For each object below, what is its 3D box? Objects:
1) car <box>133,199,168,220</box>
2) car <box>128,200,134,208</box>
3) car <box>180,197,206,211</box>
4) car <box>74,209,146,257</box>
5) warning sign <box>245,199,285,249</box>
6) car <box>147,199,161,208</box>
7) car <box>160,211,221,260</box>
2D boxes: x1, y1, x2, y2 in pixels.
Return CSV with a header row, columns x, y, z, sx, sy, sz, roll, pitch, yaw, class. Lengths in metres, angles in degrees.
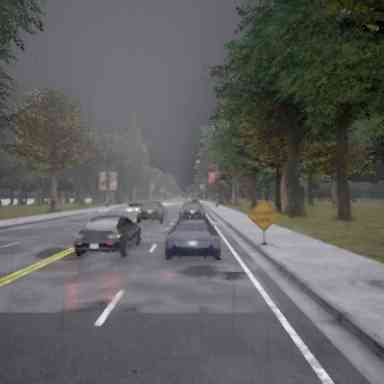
x,y,z,sx,sy,sz,roll,pitch,yaw,class
-3.204,1.566,27.492,2.097,1.767,4.553,0,-1,0,car
-9.791,2.101,57.741,1.895,1.301,4.718,0,-1,1,car
0.047,1.565,27.485,2.097,1.767,4.553,0,-1,1,car
-3.199,1.625,13.256,1.812,1.442,4.674,0,0,1,car
2.835,1.214,13.138,1.300,1.860,1.060,-1,-1,0,warning sign
-6.545,2.004,57.738,1.837,1.490,4.892,0,-1,1,car
0.048,1.662,12.915,1.994,1.385,4.181,0,0,1,car
